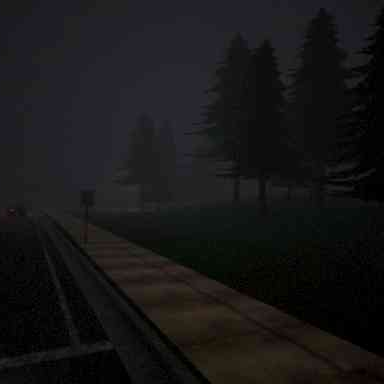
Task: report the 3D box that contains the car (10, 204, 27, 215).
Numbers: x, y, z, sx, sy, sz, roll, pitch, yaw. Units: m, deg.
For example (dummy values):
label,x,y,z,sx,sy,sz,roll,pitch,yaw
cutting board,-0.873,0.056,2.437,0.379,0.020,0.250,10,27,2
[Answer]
label,x,y,z,sx,sy,sz,roll,pitch,yaw
car,-24.083,2.375,46.380,1.994,1.385,4.181,2,-2,-26

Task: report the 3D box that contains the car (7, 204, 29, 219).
label,x,y,z,sx,sy,sz,roll,pitch,yaw
car,-19.518,2.142,37.259,2.128,1.511,4.902,2,-2,-26
